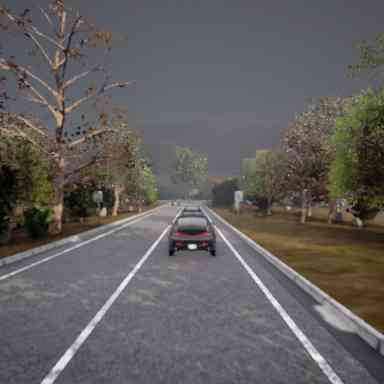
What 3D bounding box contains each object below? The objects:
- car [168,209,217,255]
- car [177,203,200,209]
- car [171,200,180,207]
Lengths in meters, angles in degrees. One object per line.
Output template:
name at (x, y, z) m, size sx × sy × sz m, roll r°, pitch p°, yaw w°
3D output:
car at (0.011, 1.721, 14.300) m, size 1.837 × 1.490 × 4.892 m, roll 0°, pitch -1°, yaw 0°
car at (0.018, 1.937, 29.305) m, size 2.128 × 1.511 × 4.902 m, roll 0°, pitch -1°, yaw 0°
car at (-3.466, 2.402, 70.992) m, size 2.128 × 1.511 × 4.902 m, roll 0°, pitch -1°, yaw 0°
